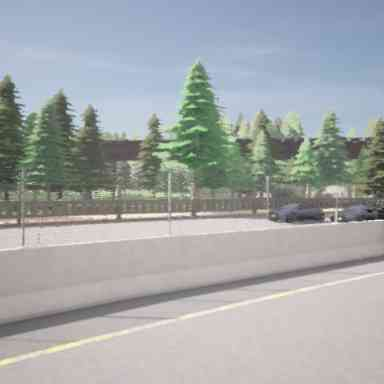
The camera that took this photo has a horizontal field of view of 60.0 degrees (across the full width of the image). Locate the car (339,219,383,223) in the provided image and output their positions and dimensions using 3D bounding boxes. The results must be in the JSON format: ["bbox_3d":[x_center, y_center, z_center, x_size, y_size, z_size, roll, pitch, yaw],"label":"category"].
[{"bbox_3d":[11.114,1.500,21.708,4.181,1.385,1.994,0,0,-23],"label":"car"}]
